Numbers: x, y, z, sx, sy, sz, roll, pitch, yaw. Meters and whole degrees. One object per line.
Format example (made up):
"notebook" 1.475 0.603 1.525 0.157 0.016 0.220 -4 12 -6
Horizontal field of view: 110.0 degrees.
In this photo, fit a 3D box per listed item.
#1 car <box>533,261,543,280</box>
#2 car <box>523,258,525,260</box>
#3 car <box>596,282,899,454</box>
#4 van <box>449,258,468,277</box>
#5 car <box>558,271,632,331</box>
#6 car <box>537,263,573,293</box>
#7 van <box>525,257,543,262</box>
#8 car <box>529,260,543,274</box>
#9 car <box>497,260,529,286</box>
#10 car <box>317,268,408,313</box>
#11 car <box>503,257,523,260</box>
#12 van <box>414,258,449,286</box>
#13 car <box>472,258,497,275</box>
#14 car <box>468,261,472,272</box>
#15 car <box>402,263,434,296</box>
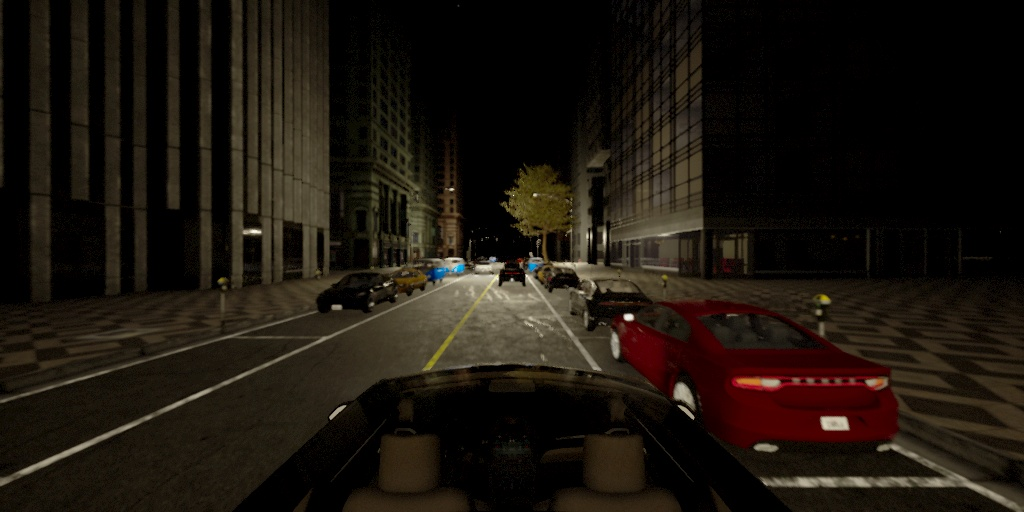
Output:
"car" 2.764 1.274 26.072 1.751 1.417 4.829 0 0 0
"car" 2.766 1.306 52.347 2.007 1.370 4.403 0 0 0
"car" 2.763 1.294 5.297 1.888 1.381 4.507 0 0 0
"van" -5.760 1.091 35.629 1.690 1.789 3.998 0 0 0
"car" 2.764 1.299 10.741 2.007 1.370 4.403 0 0 0
"car" 2.764 1.299 20.613 2.007 1.370 4.403 0 0 0
"van" 2.765 1.092 41.769 1.690 1.789 3.998 0 0 0
"car" 2.765 1.315 31.192 1.948 1.339 4.313 0 0 0
"car" 0.028 1.255 25.372 1.837 1.490 4.892 0 1 1
"car" -5.762 1.314 13.976 1.948 1.339 4.313 0 0 0
"car" 0.094 1.231 47.525 1.882 1.535 5.008 0 0 0
"van" -5.761 1.089 24.802 1.690 1.789 3.998 0 0 0
"car" -3.013 1.277 39.590 1.812 1.442 4.674 0 0 0
"car" -5.760 1.304 46.455 2.007 1.370 4.403 0 0 0
"car" -5.761 1.274 19.219 1.751 1.417 4.829 0 0 0
